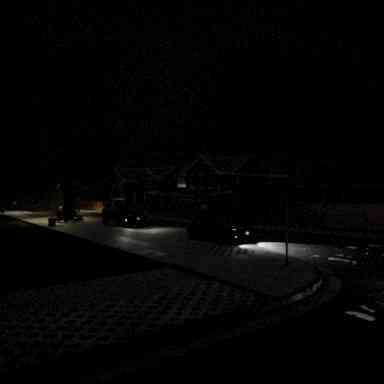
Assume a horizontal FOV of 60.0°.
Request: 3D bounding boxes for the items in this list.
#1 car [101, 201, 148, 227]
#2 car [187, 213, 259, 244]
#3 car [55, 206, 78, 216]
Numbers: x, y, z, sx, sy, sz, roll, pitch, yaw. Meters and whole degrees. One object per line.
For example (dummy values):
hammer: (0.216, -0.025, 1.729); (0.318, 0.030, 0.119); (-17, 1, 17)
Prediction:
car: (-5.715, 1.742, 27.693); (2.150, 2.045, 5.566); (0, -1, -36)
car: (1.513, 1.835, 17.600); (1.994, 1.385, 4.181); (0, -1, -35)
car: (-15.892, 2.408, 42.000); (1.994, 1.385, 4.181); (0, -1, -35)
